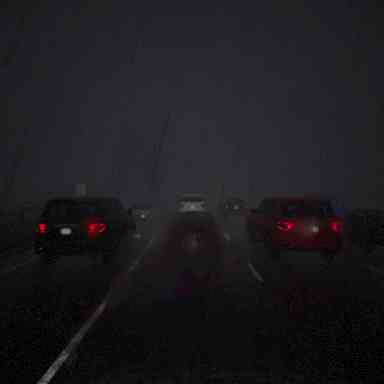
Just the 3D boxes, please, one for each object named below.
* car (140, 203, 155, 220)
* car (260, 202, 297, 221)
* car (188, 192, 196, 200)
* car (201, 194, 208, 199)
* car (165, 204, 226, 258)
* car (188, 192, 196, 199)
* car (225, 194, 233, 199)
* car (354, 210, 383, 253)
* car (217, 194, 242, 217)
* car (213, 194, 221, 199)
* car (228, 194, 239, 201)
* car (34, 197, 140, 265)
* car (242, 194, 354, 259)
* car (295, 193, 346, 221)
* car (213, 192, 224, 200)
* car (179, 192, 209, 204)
[{"bbox_3d":[-4.086,1.550,27.509,1.895,1.301,4.718,0,0,-9],"label":"car"},{"bbox_3d":[7.054,1.550,27.556,1.895,1.301,4.718,0,0,0],"label":"car"},{"bbox_3d":[-0.022,1.041,84.342,2.150,2.045,5.566,0,0,0],"label":"car"},{"bbox_3d":[3.476,1.218,94.737,1.882,1.535,5.008,0,0,0],"label":"car"},{"bbox_3d":[0.061,1.454,12.785,1.882,1.535,5.008,0,0,0],"label":"car"},{"bbox_3d":[-0.024,0.965,94.766,2.150,2.045,5.566,0,0,0],"label":"car"},{"bbox_3d":[10.476,1.312,93.936,1.895,1.301,4.718,0,0,0],"label":"car"},{"bbox_3d":[7.066,1.465,13.453,2.128,1.511,4.902,0,0,0],"label":"car"},{"bbox_3d":[3.559,1.298,28.683,2.097,1.767,4.553,0,0,0],"label":"car"},{"bbox_3d":[6.976,1.218,94.738,1.882,1.535,5.008,0,0,0],"label":"car"},{"bbox_3d":[10.479,1.361,83.481,2.128,1.511,4.902,0,0,0],"label":"car"},{"bbox_3d":[-3.439,1.194,11.734,2.150,2.045,5.566,0,-1,0],"label":"car"},{"bbox_3d":[3.571,1.199,12.600,2.150,2.045,5.566,0,0,-1],"label":"car"},{"bbox_3d":[10.556,1.173,27.918,2.150,2.045,5.566,0,0,0],"label":"car"},{"bbox_3d":[6.978,1.042,84.343,2.150,2.045,5.566,0,0,0],"label":"car"},{"bbox_3d":[0.055,1.173,27.770,2.150,2.045,5.566,0,0,0],"label":"car"}]
